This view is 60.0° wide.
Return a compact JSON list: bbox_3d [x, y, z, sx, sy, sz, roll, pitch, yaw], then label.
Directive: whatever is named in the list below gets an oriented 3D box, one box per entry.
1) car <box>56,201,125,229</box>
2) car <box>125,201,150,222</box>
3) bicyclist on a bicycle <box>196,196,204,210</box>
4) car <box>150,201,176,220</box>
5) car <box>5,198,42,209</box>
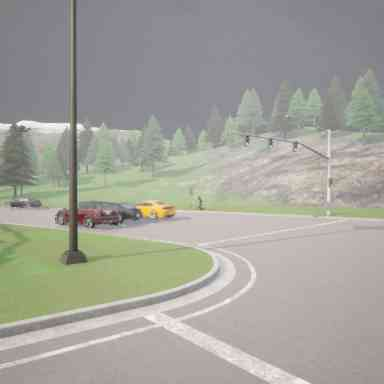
[{"bbox_3d":[-6.929,1.351,21.855,4.553,1.767,2.097,0,0,35],"label":"car"},{"bbox_3d":[-5.776,1.525,25.359,4.674,1.442,1.812,0,0,35],"label":"car"},{"bbox_3d":[0.900,1.302,38.405,0.582,1.620,1.656,0,0,34],"label":"bicyclist on a bicycle"},{"bbox_3d":[-3.668,1.477,28.154,5.008,1.535,1.882,0,0,35],"label":"car"},{"bbox_3d":[-22.380,1.492,44.082,4.902,1.511,2.128,0,0,12],"label":"car"}]
